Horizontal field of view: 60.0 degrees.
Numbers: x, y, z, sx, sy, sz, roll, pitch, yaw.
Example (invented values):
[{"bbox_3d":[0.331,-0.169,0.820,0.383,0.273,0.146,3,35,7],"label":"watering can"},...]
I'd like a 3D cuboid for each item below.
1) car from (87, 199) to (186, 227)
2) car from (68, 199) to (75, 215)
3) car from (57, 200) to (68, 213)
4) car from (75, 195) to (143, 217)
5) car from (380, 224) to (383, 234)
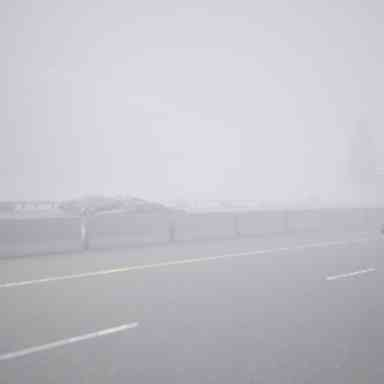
[{"bbox_3d":[-2.826,1.282,18.931,5.357,1.411,2.033,1,1,-33],"label":"car"},{"bbox_3d":[-6.653,1.067,24.789,4.181,1.385,1.994,1,1,-33],"label":"car"},{"bbox_3d":[-8.567,0.970,27.718,4.902,1.511,2.128,1,1,-33],"label":"car"},{"bbox_3d":[-4.737,0.993,21.858,4.902,1.511,2.128,1,1,-33],"label":"car"},{"bbox_3d":[11.175,1.552,15.513,5.357,1.411,2.033,1,1,-28],"label":"car"}]
